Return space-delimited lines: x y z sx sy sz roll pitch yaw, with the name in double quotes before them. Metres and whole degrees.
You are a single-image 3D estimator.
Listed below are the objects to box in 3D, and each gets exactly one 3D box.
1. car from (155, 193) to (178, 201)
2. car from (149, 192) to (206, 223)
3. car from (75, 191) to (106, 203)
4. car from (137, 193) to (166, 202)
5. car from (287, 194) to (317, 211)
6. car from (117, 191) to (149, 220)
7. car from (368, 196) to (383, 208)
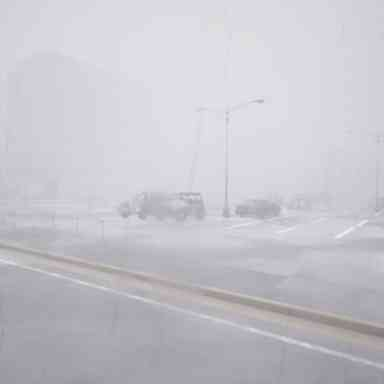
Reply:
"car" -4.932 0.895 64.821 1.837 1.490 4.892 1 1 34
"car" -0.662 0.946 21.892 1.905 1.878 3.866 1 1 34
"car" -15.189 0.695 49.675 2.097 1.767 4.553 1 1 34
"car" -6.703 0.886 56.014 2.128 1.511 4.902 1 1 34
"car" 11.352 1.221 34.856 1.970 1.475 3.806 1 1 34
"car" -3.029 0.897 23.556 1.932 1.855 4.605 1 1 34
"car" 24.584 1.307 44.144 1.970 1.475 3.806 1 1 34
